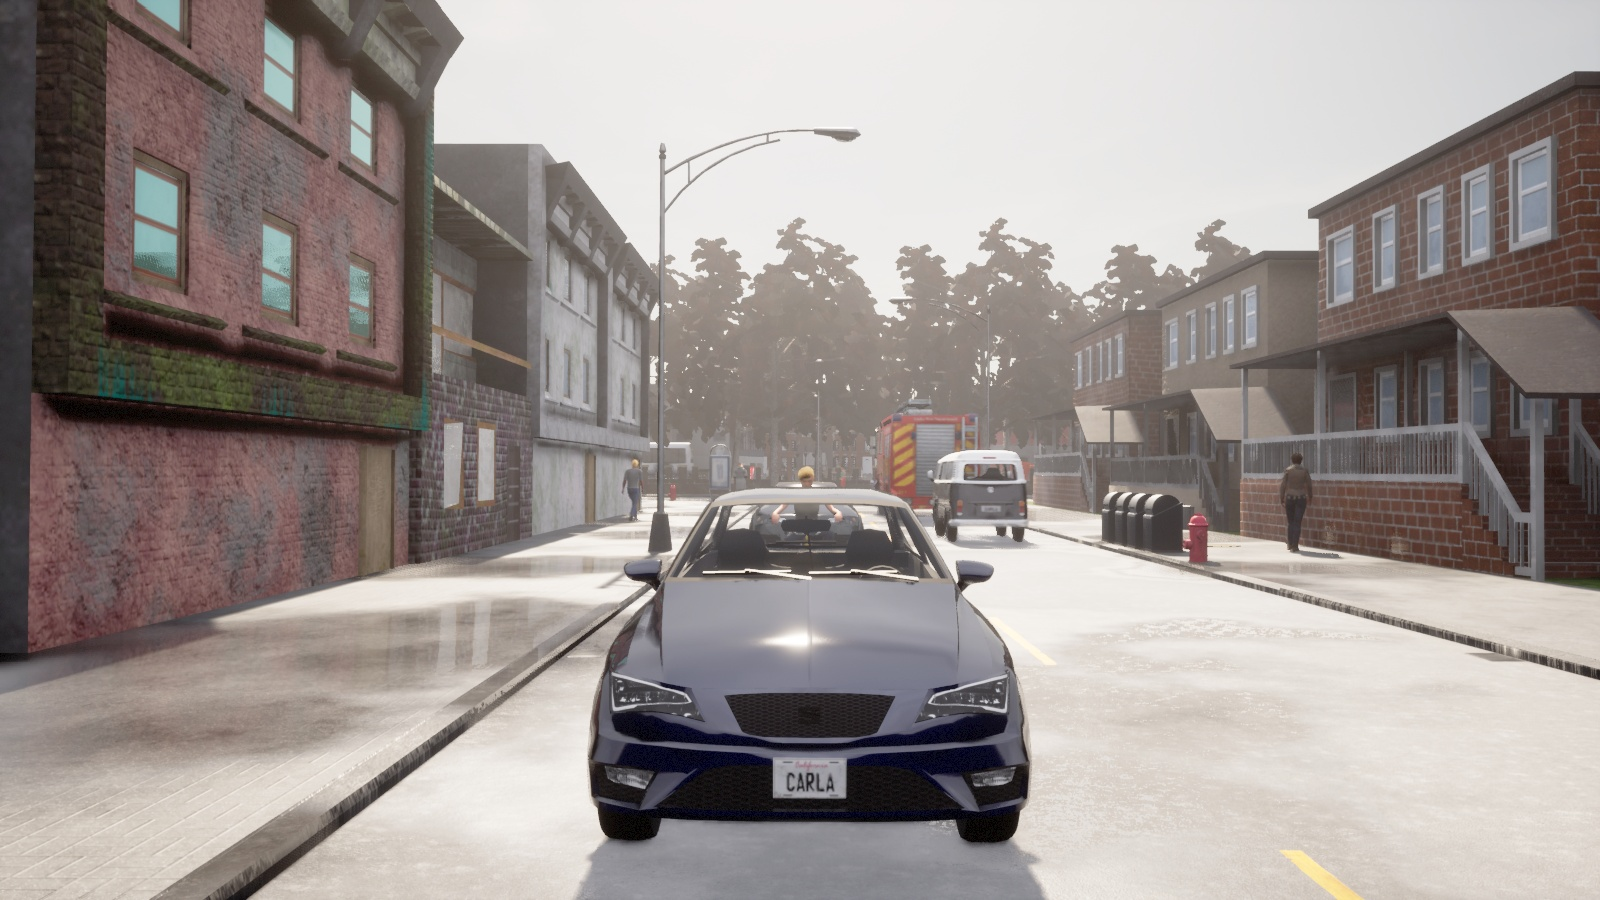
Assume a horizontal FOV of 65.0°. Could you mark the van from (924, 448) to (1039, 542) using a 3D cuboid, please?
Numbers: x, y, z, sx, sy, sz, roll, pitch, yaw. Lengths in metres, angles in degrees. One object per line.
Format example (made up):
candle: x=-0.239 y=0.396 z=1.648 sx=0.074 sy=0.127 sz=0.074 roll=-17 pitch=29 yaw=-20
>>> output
van: x=4.157 y=1.015 z=29.456 sx=2.069 sy=2.038 sz=4.480 roll=0 pitch=-1 yaw=0

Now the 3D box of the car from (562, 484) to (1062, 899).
car: x=0.049 y=0.940 z=6.673 sx=1.816 sy=1.474 sz=4.193 roll=0 pitch=-1 yaw=0

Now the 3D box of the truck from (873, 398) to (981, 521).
truck: x=4.220 y=0.361 z=43.451 sx=2.891 sy=3.827 sz=8.468 roll=0 pitch=-1 yaw=0

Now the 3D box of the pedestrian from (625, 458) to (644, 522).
pedestrian: x=-4.824 y=1.157 z=36.615 sx=0.354 sy=1.836 sz=0.706 roll=0 pitch=-1 yaw=8

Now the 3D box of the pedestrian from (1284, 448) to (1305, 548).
pedestrian: x=9.136 y=0.876 z=23.204 sx=0.328 sy=1.805 sz=0.869 roll=-1 pitch=-1 yaw=21

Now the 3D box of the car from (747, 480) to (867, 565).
car: x=0.128 y=1.265 z=23.114 sx=1.994 sy=1.385 sz=4.181 roll=0 pitch=-1 yaw=0

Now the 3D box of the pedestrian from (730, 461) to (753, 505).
pedestrian: x=-2.636 y=1.478 z=56.317 sx=0.659 sy=1.952 sz=0.873 roll=-1 pitch=-1 yaw=28

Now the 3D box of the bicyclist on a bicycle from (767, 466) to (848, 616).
bicyclist on a bicycle: x=0.085 y=0.991 z=14.325 sx=0.866 sy=1.612 sz=1.509 roll=0 pitch=-1 yaw=0
